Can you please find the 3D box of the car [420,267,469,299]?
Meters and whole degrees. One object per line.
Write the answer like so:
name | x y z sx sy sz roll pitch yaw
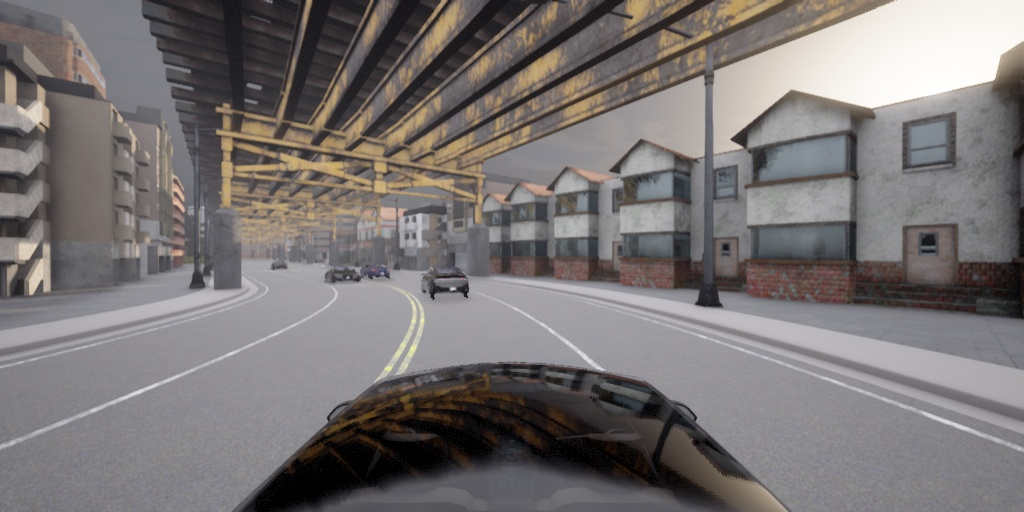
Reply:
car | -3.579 1.292 18.582 2.128 1.511 4.902 0 0 -21

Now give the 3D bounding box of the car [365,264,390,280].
car | -12.961 1.428 33.730 1.812 1.442 4.674 0 0 -38

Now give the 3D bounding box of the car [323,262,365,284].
car | -13.560 1.456 28.595 1.994 1.385 4.181 0 0 -38
